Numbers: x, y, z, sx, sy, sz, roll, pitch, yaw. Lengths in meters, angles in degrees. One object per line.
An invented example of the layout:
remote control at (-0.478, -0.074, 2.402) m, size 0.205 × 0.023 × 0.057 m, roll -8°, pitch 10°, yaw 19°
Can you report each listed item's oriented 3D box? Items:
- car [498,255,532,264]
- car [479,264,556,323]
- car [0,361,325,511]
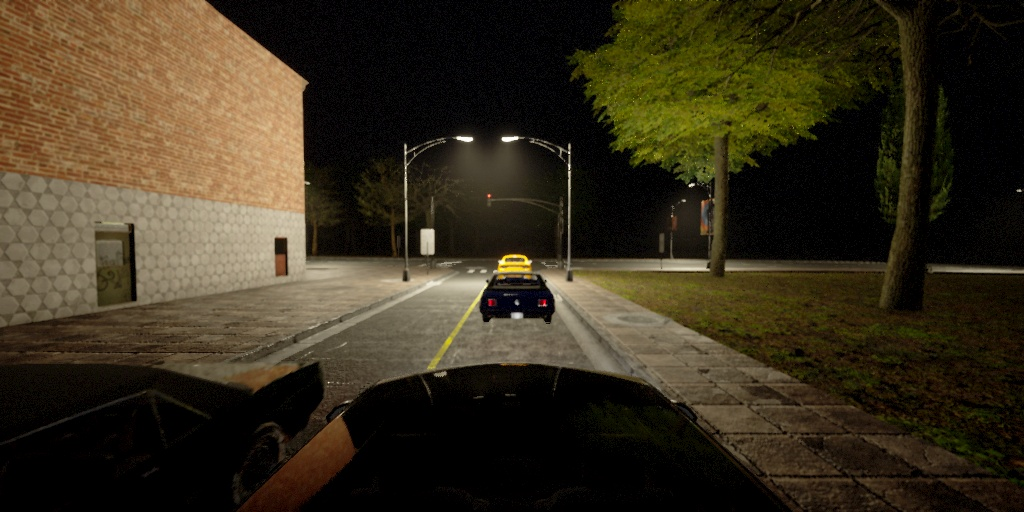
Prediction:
car at (0.184, 0.689, 21.661) m, size 1.882 × 1.535 × 5.008 m, roll 0°, pitch 1°, yaw 1°
car at (0.137, 1.094, 10.862) m, size 1.895 × 1.301 × 4.718 m, roll 0°, pitch 2°, yaw 0°
car at (-2.852, 1.357, 1.431) m, size 1.895 × 1.301 × 4.718 m, roll 0°, pitch 2°, yaw 0°
